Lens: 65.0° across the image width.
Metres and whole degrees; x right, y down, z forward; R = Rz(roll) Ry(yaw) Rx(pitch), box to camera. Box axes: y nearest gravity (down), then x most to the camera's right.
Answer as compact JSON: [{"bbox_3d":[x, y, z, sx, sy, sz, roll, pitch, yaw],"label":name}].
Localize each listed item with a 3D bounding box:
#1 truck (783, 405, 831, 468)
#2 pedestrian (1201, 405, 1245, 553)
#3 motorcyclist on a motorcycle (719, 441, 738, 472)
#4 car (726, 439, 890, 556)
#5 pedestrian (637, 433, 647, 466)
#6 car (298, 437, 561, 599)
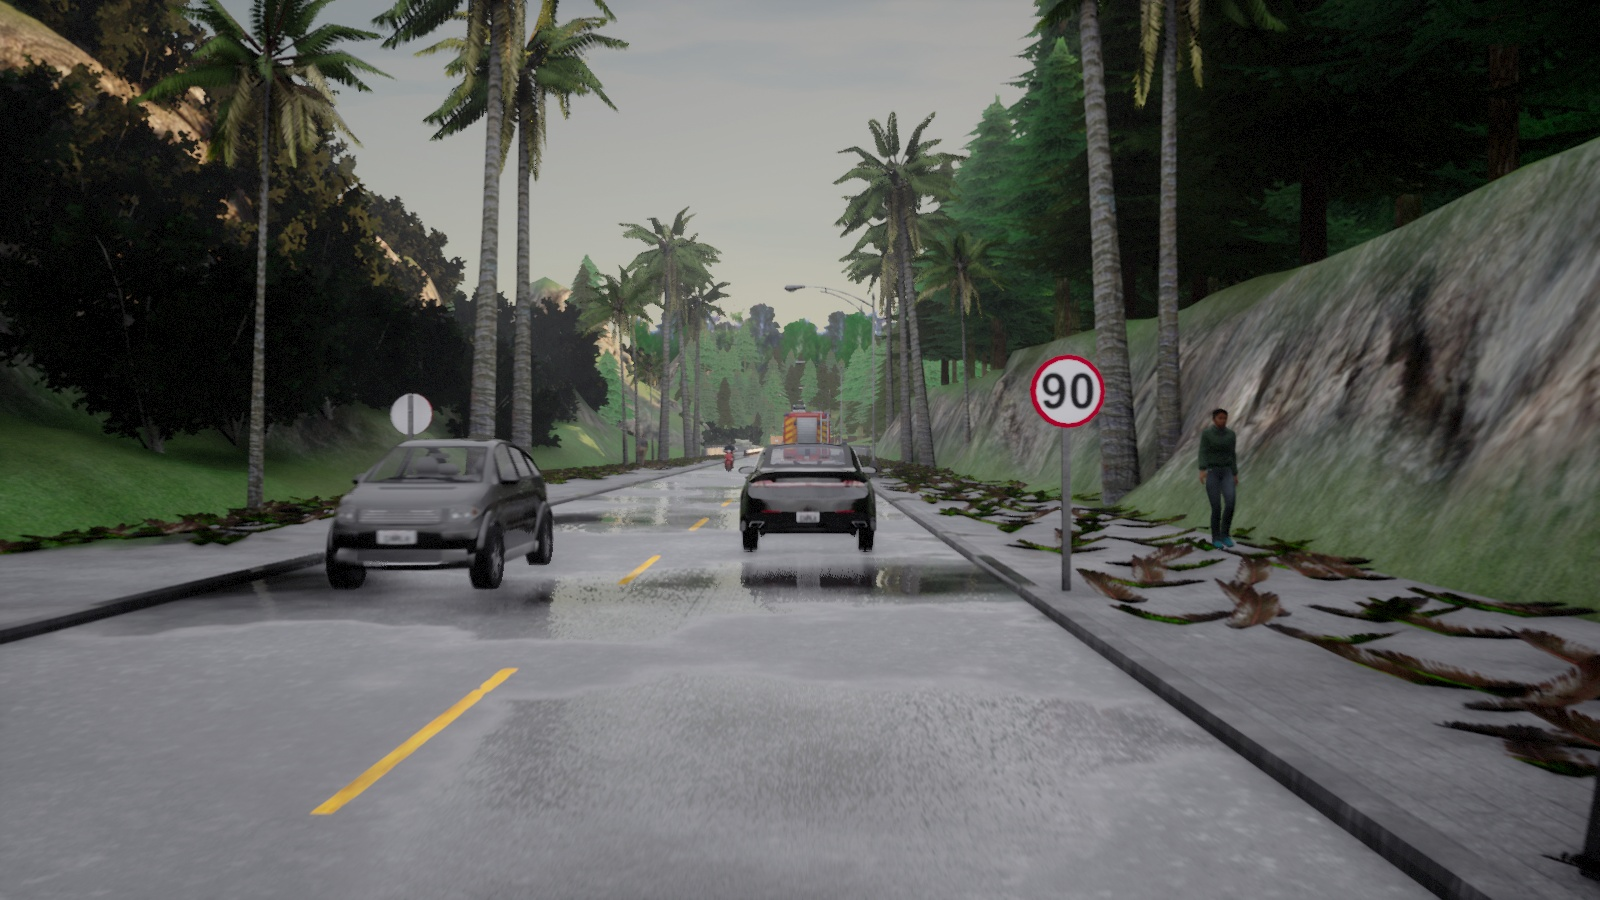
[{"bbox_3d":[0.424,-0.871,80.492,2.891,3.827,8.468,0,0,0],"label":"truck"},{"bbox_3d":[5.407,0.364,16.058,0.353,1.847,0.614,0,0,0],"label":"pedestrian"},{"bbox_3d":[-3.642,0.334,64.390,0.866,1.590,1.817,0,0,0],"label":"motorcyclist on a motorcycle"},{"bbox_3d":[0.118,0.598,18.801,2.128,1.511,4.902,0,1,0],"label":"car"},{"bbox_3d":[-8.826,-0.046,70.247,0.540,1.848,0.694,0,0,-4],"label":"pedestrian"},{"bbox_3d":[-3.908,0.643,13.897,1.789,1.549,3.705,0,0,0],"label":"car"}]
